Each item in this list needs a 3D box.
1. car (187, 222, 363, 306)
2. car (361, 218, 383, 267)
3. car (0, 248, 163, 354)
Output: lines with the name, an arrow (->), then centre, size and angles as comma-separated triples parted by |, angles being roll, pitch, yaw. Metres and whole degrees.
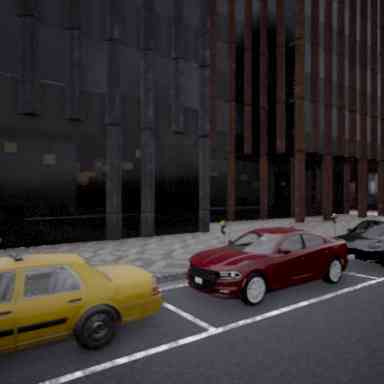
car -> 1.967, 1.550, 8.056 | 4.507, 1.381, 1.887 | 0, 0, -36
car -> 6.555, 1.577, 11.331 | 4.313, 1.339, 1.947 | 0, 0, -36
car -> -2.759, 1.525, 4.682 | 4.829, 1.417, 1.752 | 0, 0, -36
